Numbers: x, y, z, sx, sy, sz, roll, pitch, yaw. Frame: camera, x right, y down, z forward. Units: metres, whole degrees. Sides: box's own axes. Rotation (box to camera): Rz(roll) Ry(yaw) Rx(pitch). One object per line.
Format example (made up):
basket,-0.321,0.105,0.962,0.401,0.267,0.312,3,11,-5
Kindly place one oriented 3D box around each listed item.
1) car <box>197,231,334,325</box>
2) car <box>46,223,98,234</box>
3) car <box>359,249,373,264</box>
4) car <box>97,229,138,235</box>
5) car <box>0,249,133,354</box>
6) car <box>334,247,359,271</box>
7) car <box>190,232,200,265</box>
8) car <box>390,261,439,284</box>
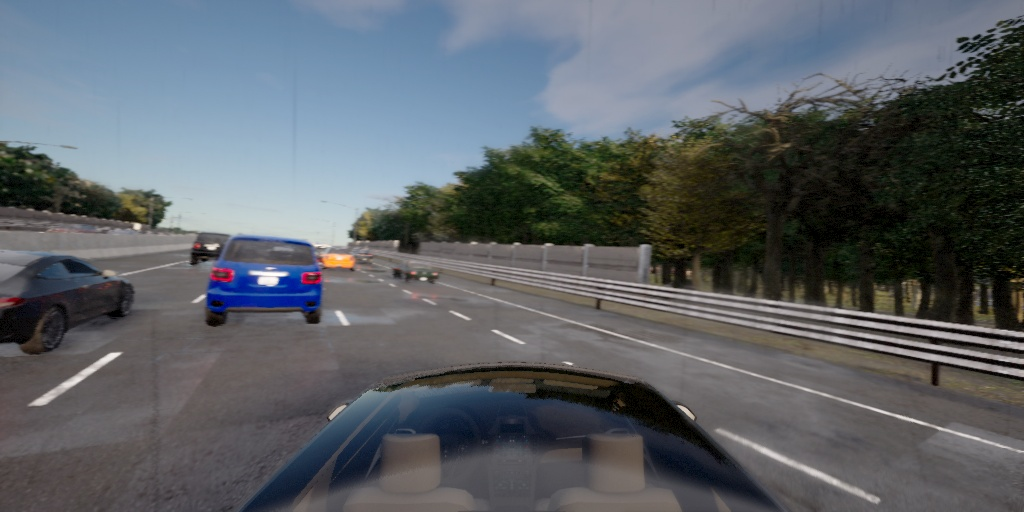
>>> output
car,-6.382,0.492,9.605,2.150,2.045,5.566,5,0,-32
car,-42.627,-2.361,34.831,2.097,1.767,4.553,5,0,-31
car,-16.648,0.027,39.527,2.128,1.511,4.902,5,0,-32
car,-39.606,-1.923,36.543,1.812,1.442,4.674,5,0,-31
car,-8.299,0.614,6.021,1.812,1.442,4.674,5,0,-32
car,-13.497,0.118,27.591,2.097,1.767,4.553,5,0,-32
car,-18.730,-0.475,22.985,2.150,2.045,5.566,5,0,-32
car,-6.245,0.958,22.630,1.895,1.301,4.718,5,0,-32
